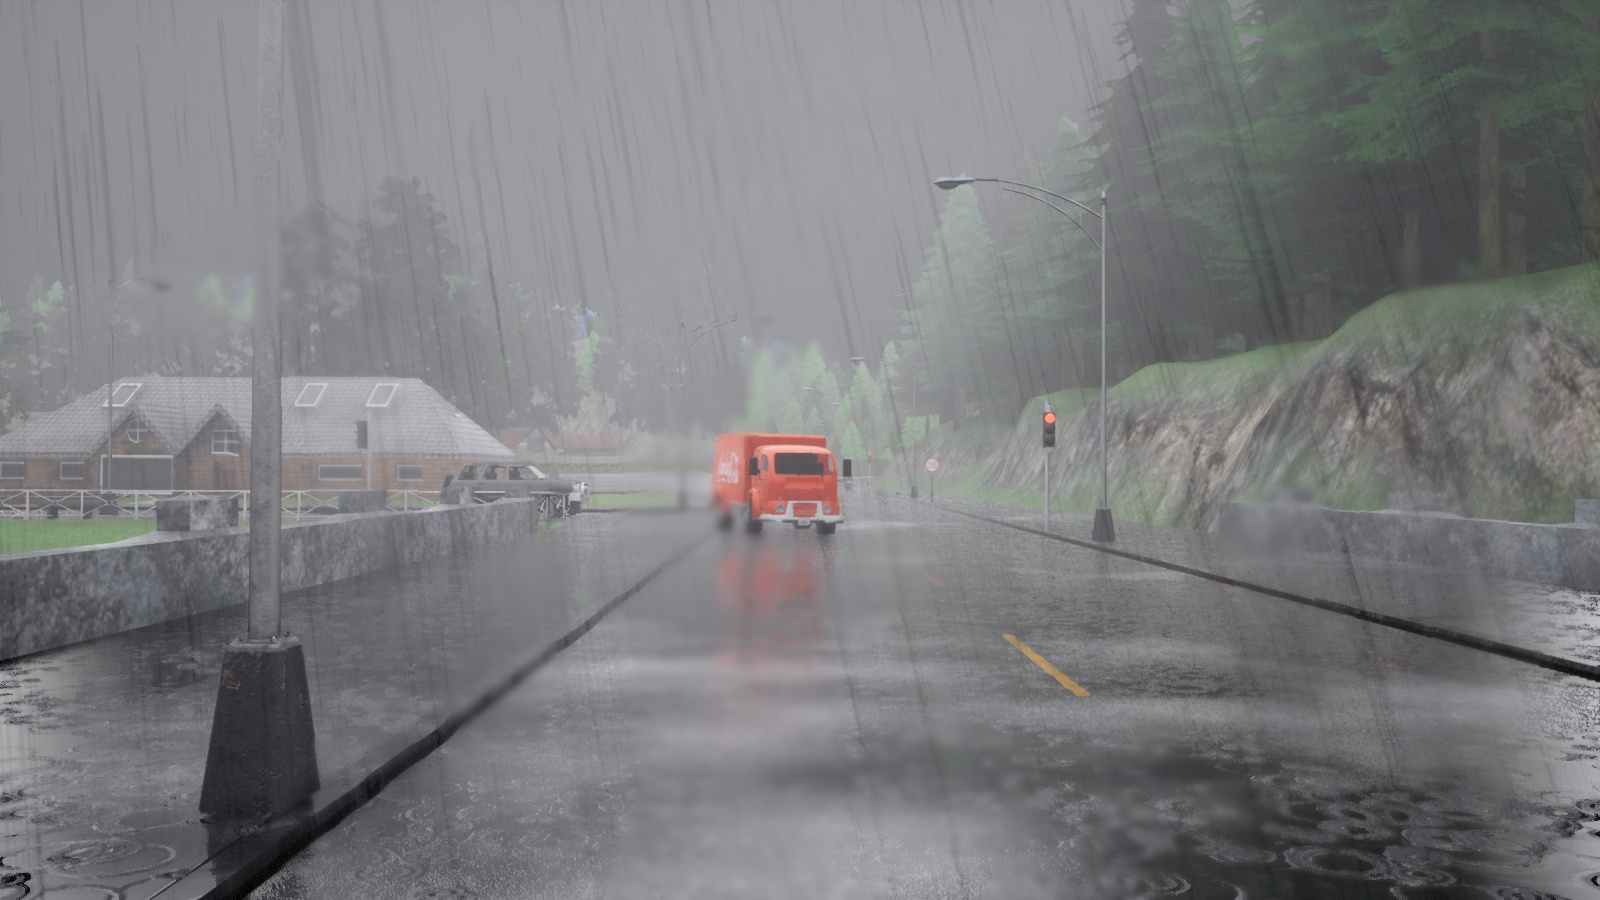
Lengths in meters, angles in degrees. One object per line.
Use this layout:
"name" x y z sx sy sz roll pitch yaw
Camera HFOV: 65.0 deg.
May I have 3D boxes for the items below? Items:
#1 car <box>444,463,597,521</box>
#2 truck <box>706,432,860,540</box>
"car" -9.110 1.357 41.193 4.605 1.855 1.932 0 -1 0
"truck" -0.564 0.846 31.640 2.627 2.467 5.204 1 0 -15
